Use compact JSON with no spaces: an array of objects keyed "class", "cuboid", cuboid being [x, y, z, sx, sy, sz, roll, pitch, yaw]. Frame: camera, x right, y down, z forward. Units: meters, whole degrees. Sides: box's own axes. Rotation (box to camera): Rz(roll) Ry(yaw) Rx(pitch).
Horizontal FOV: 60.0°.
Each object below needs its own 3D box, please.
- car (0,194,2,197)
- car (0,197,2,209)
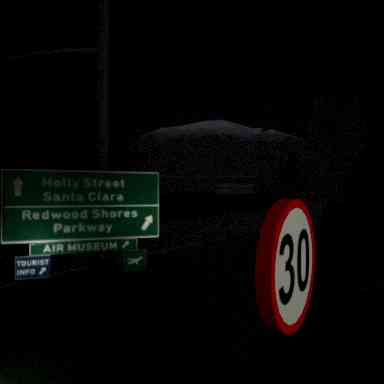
[{"class":"car","cuboid":[-38.761,1.489,69.909,4.514,1.523,2.007,0,0,35]},{"class":"car","cuboid":[-12.447,1.505,26.033,1.905,1.878,3.866,0,0,35]}]
